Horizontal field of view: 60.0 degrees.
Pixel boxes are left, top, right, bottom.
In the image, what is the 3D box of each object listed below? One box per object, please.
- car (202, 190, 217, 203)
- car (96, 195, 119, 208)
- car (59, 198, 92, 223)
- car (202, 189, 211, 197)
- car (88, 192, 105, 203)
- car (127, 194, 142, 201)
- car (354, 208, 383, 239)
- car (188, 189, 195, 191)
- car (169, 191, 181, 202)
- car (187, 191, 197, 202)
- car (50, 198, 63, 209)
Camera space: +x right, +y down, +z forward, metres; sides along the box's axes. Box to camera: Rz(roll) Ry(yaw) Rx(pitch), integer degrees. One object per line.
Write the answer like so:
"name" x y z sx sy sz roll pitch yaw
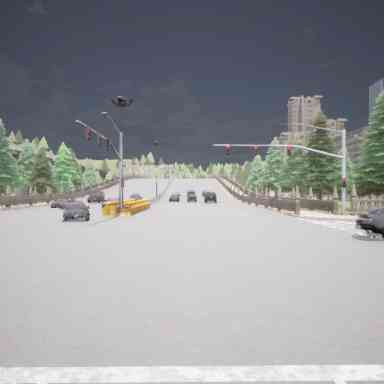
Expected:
"car" 3.519 0.939 64.039 2.150 2.045 5.566 0 3 0
"car" -10.600 1.492 44.057 2.128 1.511 4.902 0 0 0
"car" -9.181 1.504 26.124 1.837 1.490 4.892 -2 1 -21
"car" 3.343 0.216 77.988 1.812 1.442 4.674 0 7 0
"car" -17.613 1.041 61.483 2.150 2.045 5.566 0 2 0
"car" -10.625 1.162 61.792 2.097 1.767 4.553 0 2 0
"car" 10.453 1.491 15.926 4.902 1.511 2.128 0 0 3
"car" -0.160 0.119 78.462 1.882 1.535 5.008 0 7 0
"car" -3.501 1.132 66.915 1.994 1.385 4.181 0 3 0
"car" 0.009 1.130 65.890 1.837 1.490 4.892 0 3 0
"car" -17.600 1.563 45.300 1.994 1.385 4.181 0 0 0
